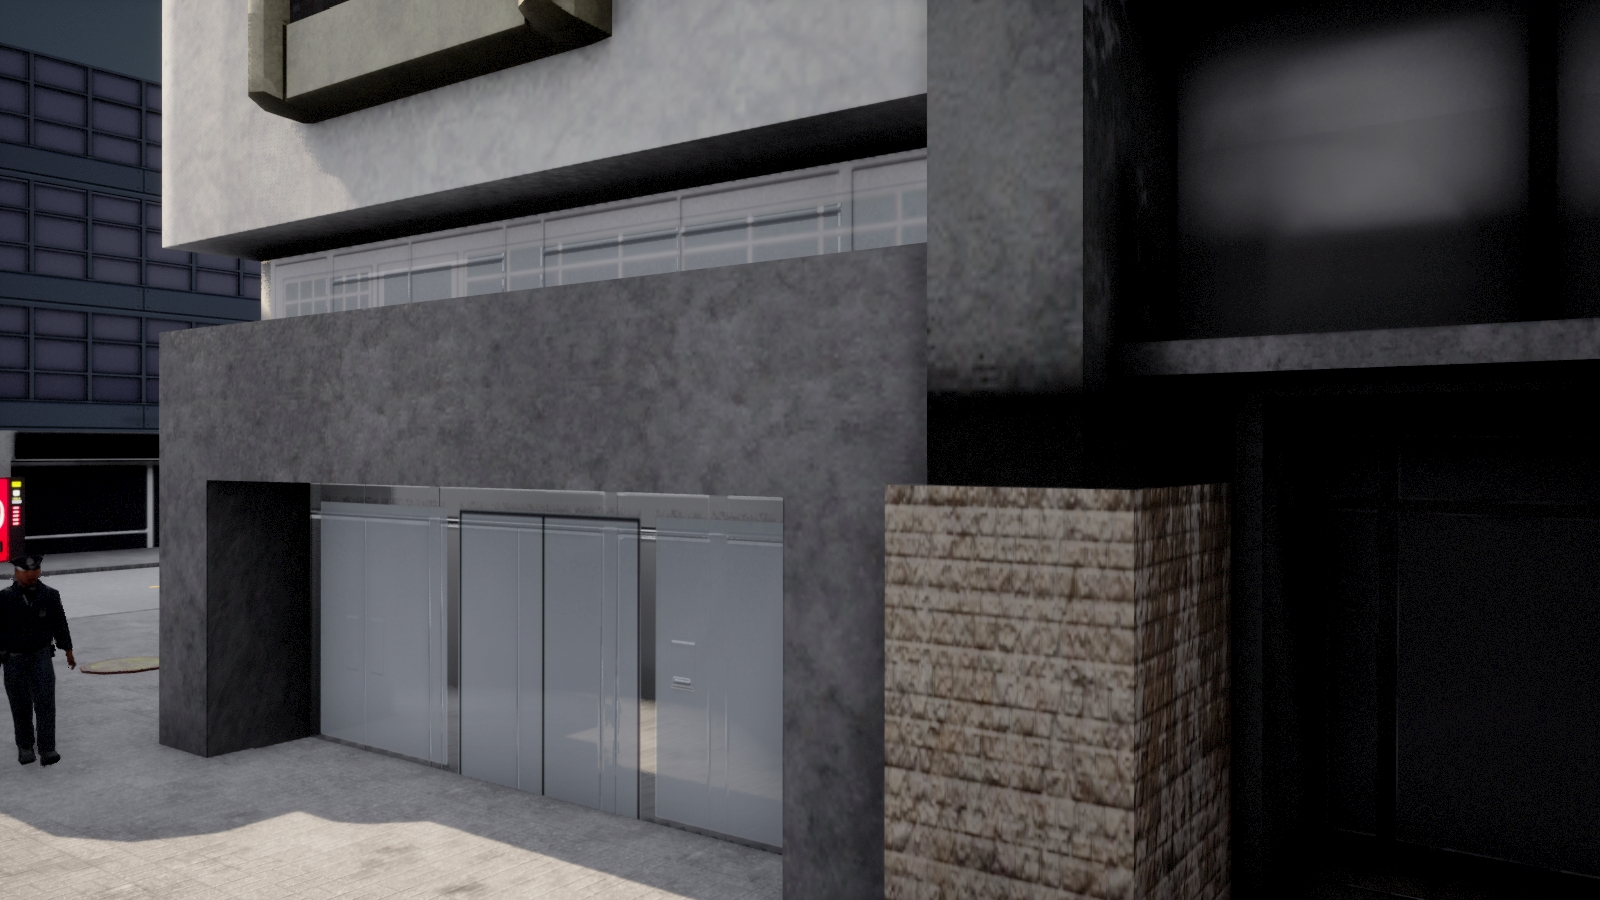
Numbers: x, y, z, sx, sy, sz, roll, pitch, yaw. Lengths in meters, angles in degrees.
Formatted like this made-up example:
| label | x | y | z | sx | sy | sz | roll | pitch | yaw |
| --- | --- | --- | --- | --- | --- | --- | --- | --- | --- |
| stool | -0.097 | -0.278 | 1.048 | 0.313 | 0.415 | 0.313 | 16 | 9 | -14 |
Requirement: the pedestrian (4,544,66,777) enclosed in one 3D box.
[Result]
| label | x | y | z | sx | sy | sz | roll | pitch | yaw |
| --- | --- | --- | --- | --- | --- | --- | --- | --- | --- |
| pedestrian | -6.439 | 1.742 | 9.613 | 0.375 | 1.860 | 0.375 | 0 | 0 | -43 |
